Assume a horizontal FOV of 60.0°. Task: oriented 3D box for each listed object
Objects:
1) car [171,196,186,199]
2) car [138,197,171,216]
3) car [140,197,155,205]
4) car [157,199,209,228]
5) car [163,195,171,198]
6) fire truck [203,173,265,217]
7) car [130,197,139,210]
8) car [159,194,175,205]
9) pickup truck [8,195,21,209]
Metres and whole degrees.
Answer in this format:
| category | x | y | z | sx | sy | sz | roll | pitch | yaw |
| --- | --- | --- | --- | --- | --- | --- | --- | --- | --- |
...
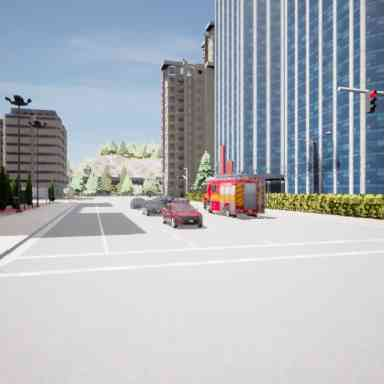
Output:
| category | x | y | z | sx | sy | sz | roll | pitch | yaw |
| --- | --- | --- | --- | --- | --- | --- | --- | --- | --- |
| car | -1.714 | 1.547 | 50.658 | 2.033 | 1.411 | 5.357 | 0 | 0 | -16 |
| car | -3.714 | 1.505 | 32.310 | 1.837 | 1.490 | 4.892 | 0 | 0 | -16 |
| car | -7.912 | 1.601 | 58.997 | 1.895 | 1.301 | 4.718 | 0 | 0 | -17 |
| car | -0.753 | 1.478 | 22.355 | 1.882 | 1.535 | 5.008 | 0 | 0 | -17 |
| car | -4.919 | 1.505 | 49.139 | 1.837 | 1.490 | 4.892 | 0 | 0 | -16 |
| fire truck | 3.778 | 0.342 | 32.066 | 2.891 | 3.827 | 8.468 | 0 | 0 | -17 |
| car | -6.991 | 1.503 | 43.382 | 1.837 | 1.490 | 4.892 | 0 | 1 | -16 |
| car | -4.540 | 1.352 | 59.938 | 2.097 | 1.767 | 4.553 | 0 | 0 | -17 |
| pickup truck | -22.803 | 1.059 | 38.506 | 2.390 | 2.098 | 6.274 | 0 | 0 | 14 |
